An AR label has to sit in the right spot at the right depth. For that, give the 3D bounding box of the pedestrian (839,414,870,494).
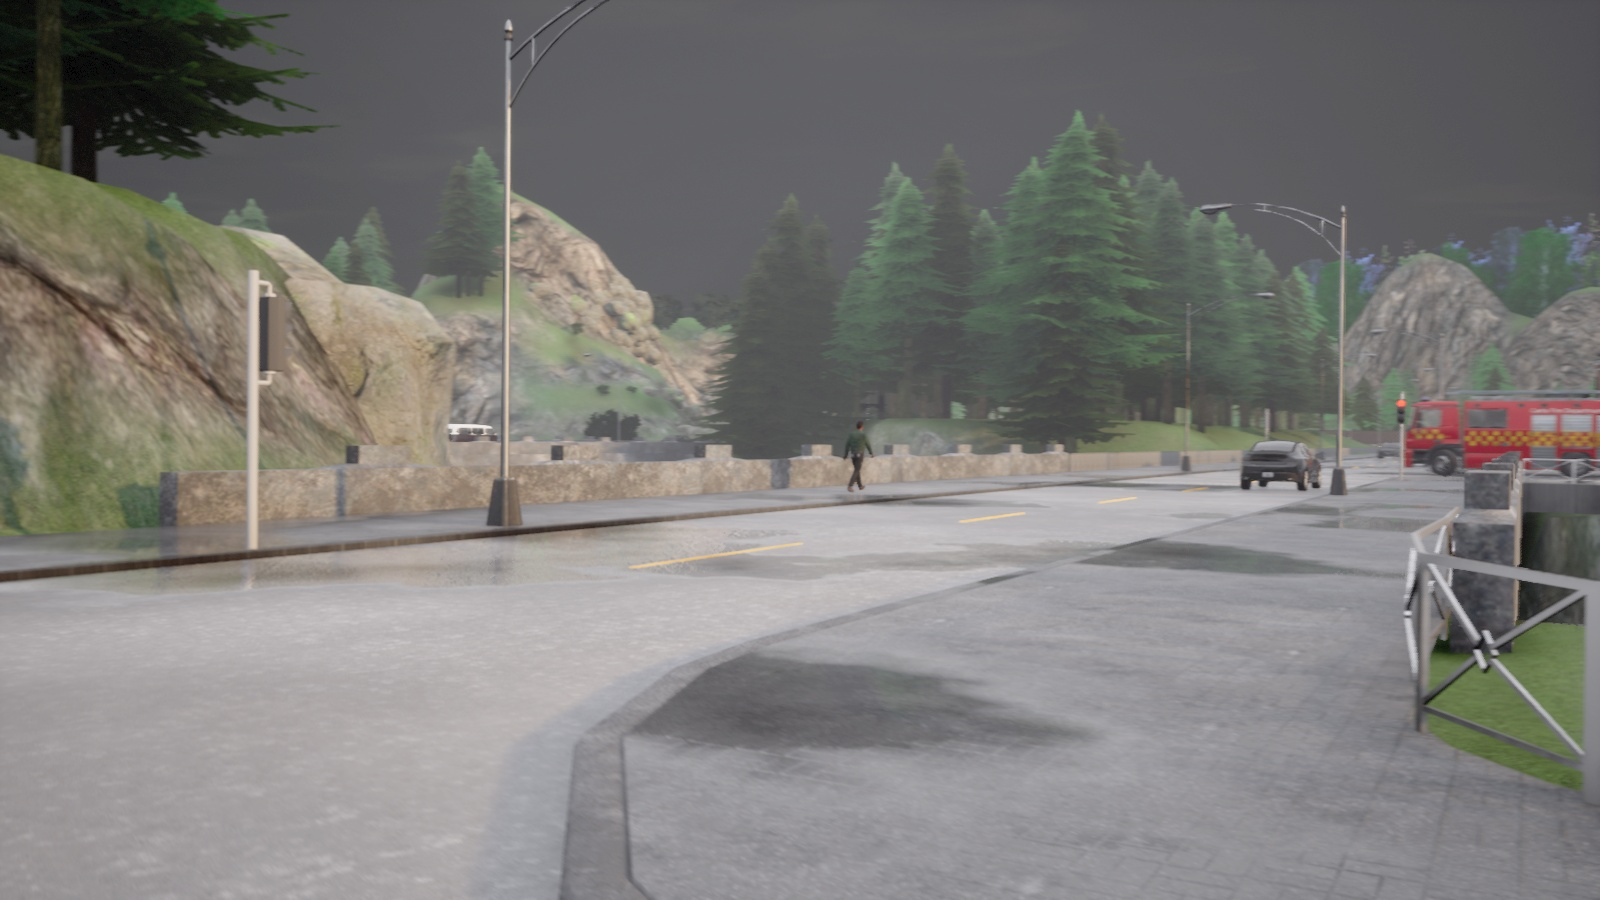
[{"bbox_3d":[1.346,0.091,30.970,0.423,1.949,0.788,0,1,30],"label":"pedestrian"}]

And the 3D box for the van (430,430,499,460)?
[{"bbox_3d":[-23.413,-0.349,87.858,2.069,2.038,4.480,0,1,30],"label":"van"}]

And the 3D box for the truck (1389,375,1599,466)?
[{"bbox_3d":[31.082,-1.271,56.067,8.468,3.827,2.891,0,1,29],"label":"truck"}]

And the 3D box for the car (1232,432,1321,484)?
[{"bbox_3d":[14.774,0.205,38.800,1.837,1.490,4.892,0,1,30],"label":"car"}]
